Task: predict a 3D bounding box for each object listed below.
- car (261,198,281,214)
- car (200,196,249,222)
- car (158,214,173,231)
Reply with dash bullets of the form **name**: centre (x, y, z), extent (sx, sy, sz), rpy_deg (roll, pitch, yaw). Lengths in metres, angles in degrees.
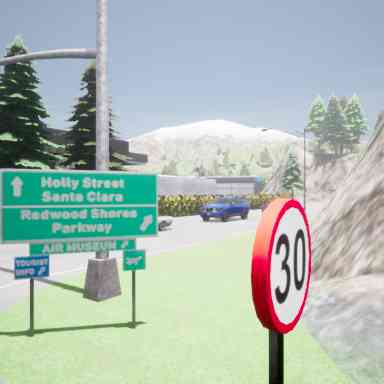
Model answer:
- **car**: centre (9.593, 1.543, 37.877), extent (2.097, 1.767, 4.553), rpy_deg (0, 0, 36)
- **car**: centre (2.954, 1.413, 28.716), extent (2.150, 2.045, 5.566), rpy_deg (0, 0, 36)
- **car**: centre (-3.311, 1.792, 20.057), extent (1.895, 1.301, 4.718), rpy_deg (0, 0, 36)
